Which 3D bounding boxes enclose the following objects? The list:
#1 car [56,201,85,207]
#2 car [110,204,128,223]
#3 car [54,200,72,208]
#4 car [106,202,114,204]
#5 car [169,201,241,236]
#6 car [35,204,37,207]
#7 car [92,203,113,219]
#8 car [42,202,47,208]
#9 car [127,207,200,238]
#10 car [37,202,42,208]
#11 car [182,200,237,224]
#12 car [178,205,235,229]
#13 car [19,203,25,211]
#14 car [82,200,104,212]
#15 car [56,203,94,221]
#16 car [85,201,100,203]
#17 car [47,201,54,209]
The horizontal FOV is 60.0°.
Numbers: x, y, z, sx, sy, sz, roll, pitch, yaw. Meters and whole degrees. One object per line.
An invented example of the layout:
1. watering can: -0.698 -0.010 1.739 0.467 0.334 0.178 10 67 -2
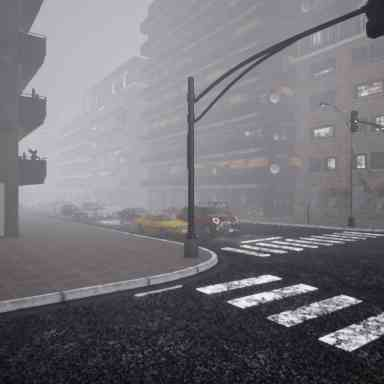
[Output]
1. car: -16.164 2.333 44.110 1.812 1.442 4.674 0 -1 -36
2. car: -4.699 2.003 28.280 2.033 1.411 5.357 0 -1 -36
3. car: -25.220 2.524 66.246 2.192 1.841 5.009 -1 0 -36
4. car: -12.431 2.290 49.534 1.801 1.575 5.366 0 -1 -36
5. car: 0.885 1.635 20.617 2.097 1.767 4.553 0 -1 -36
6. car: -38.536 3.168 84.569 1.947 1.339 4.313 -1 0 -36
7. car: -10.293 2.228 35.982 1.895 1.301 4.718 0 -1 -36
8. car: -31.877 2.973 75.406 1.947 1.339 4.313 -1 0 -36
9. car: -1.844 1.833 19.930 1.752 1.417 4.829 -1 0 -36
10. car: -35.210 3.050 79.986 1.887 1.381 4.507 -1 0 -36
11. car: 1.432 1.713 29.608 2.192 1.841 5.009 -1 0 -36
12. car: 1.005 1.858 25.880 1.837 1.490 4.892 0 -1 -36
13. car: -31.929 2.770 61.288 1.887 1.381 4.507 -1 0 -36
14. car: -16.451 2.307 54.996 2.097 1.767 4.553 0 -1 -36
15. car: -11.938 2.163 33.808 1.887 1.381 4.507 -1 0 -36
16. car: -14.771 2.186 47.566 2.097 1.767 4.553 0 -1 -36
17. car: -28.552 2.623 70.827 2.192 1.841 5.009 -1 0 -36
